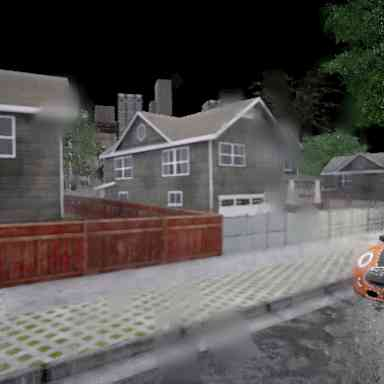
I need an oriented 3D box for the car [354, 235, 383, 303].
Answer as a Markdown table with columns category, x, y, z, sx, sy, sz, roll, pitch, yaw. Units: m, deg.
| category | x | y | z | sx | sy | sz | roll | pitch | yaw |
| --- | --- | --- | --- | --- | --- | --- | --- | --- | --- |
| car | 5.568 | 1.411 | 7.492 | 4.553 | 1.767 | 2.097 | 0 | 0 | -39 |
